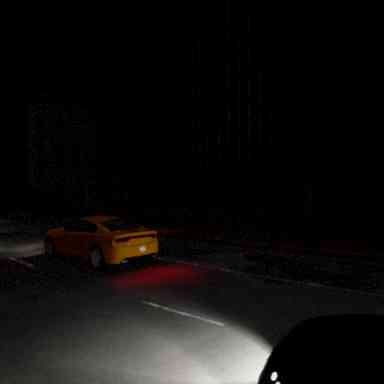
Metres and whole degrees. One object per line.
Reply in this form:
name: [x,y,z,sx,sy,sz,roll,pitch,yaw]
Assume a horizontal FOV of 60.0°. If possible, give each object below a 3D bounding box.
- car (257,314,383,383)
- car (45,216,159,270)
car: [2.565,1.569,2.323,4.181,1.385,1.994,-1,0,35]
car: [-3.316,1.575,11.594,5.008,1.535,1.882,-1,0,42]
